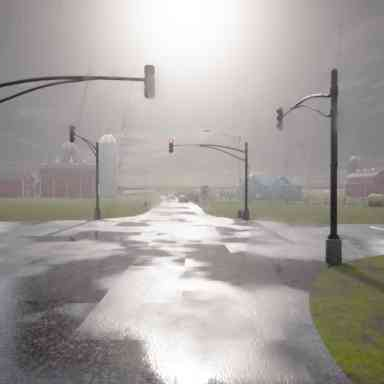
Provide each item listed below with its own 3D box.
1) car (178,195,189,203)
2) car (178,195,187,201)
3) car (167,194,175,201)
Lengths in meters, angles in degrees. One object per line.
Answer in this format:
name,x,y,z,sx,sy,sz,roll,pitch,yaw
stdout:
car,-1.721,1.624,69.967,1.895,1.301,4.718,0,0,-3
car,-2.332,1.464,79.951,1.837,1.490,4.892,0,0,-4
car,-4.708,1.182,73.967,1.812,1.442,4.674,0,0,-3
